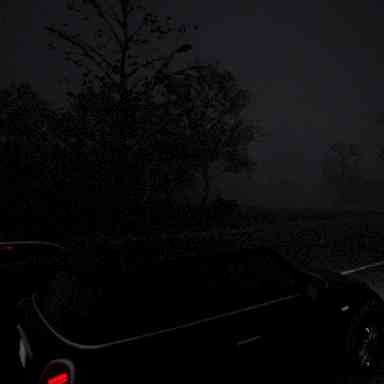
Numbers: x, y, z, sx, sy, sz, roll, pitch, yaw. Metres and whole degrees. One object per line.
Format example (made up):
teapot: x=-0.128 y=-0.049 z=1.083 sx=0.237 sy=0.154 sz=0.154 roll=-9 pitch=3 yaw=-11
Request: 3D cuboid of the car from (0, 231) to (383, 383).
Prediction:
car: x=0.350 y=1.321 z=3.951 sx=4.553 sy=1.767 sz=2.097 roll=-1 pitch=0 yaw=-35

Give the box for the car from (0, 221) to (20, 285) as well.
car: x=-6.574 y=1.574 z=7.881 sx=4.181 sy=1.385 sz=1.994 roll=-1 pitch=0 yaw=-35

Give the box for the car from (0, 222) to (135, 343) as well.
car: x=-3.676 y=1.489 z=5.647 sx=4.902 sy=1.511 sz=2.128 roll=-1 pitch=0 yaw=-35
